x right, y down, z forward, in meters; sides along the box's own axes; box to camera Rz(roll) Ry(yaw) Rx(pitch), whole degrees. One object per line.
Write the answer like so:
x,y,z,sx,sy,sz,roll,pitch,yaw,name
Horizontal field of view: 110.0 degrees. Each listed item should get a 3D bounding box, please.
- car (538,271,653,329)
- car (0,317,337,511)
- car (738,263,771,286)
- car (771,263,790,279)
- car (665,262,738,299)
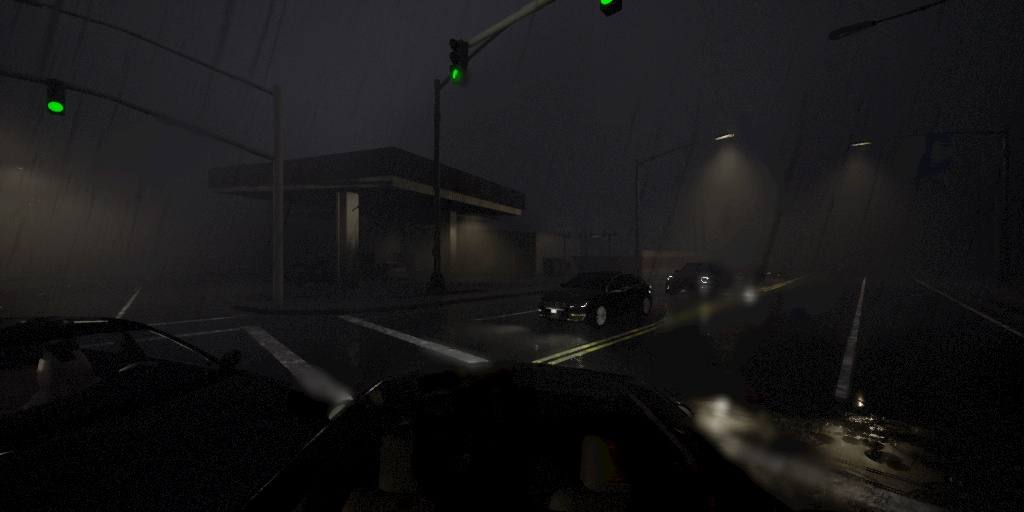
2.841,1.255,11.520,1.837,1.490,4.892,0,0,44,car
-3.430,1.242,2.480,4.902,1.511,2.128,0,0,15,car
16.559,1.314,25.324,1.994,1.385,4.181,0,0,44,car
23.667,1.314,32.403,4.181,1.385,1.994,0,0,-45,car
9.656,1.102,18.390,2.097,1.767,4.553,0,0,45,car
